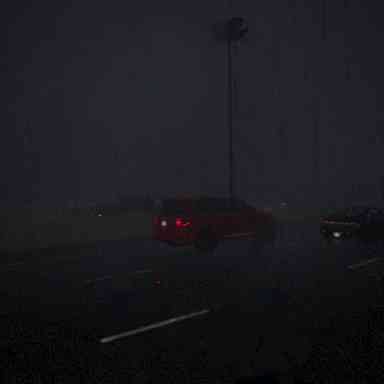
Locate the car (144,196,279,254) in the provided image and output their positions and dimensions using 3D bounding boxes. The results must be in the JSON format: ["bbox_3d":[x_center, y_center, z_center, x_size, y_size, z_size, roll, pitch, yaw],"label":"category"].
[{"bbox_3d":[1.122,1.173,13.493,5.566,2.045,2.150,-1,0,-38],"label":"car"}]

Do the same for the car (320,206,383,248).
[{"bbox_3d":[7.314,1.362,14.057,4.902,1.511,2.128,-1,0,-40],"label":"car"}]

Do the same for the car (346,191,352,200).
[{"bbox_3d":[26.168,0.756,54.354,2.150,2.045,5.566,0,0,38],"label":"car"}]

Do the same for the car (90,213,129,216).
[{"bbox_3d":[-5.378,1.218,26.473,5.566,2.045,2.150,-1,0,-39],"label":"car"}]

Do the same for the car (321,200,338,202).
[{"bbox_3d":[23.055,1.118,56.061,1.994,1.385,4.181,-1,0,38],"label":"car"}]
